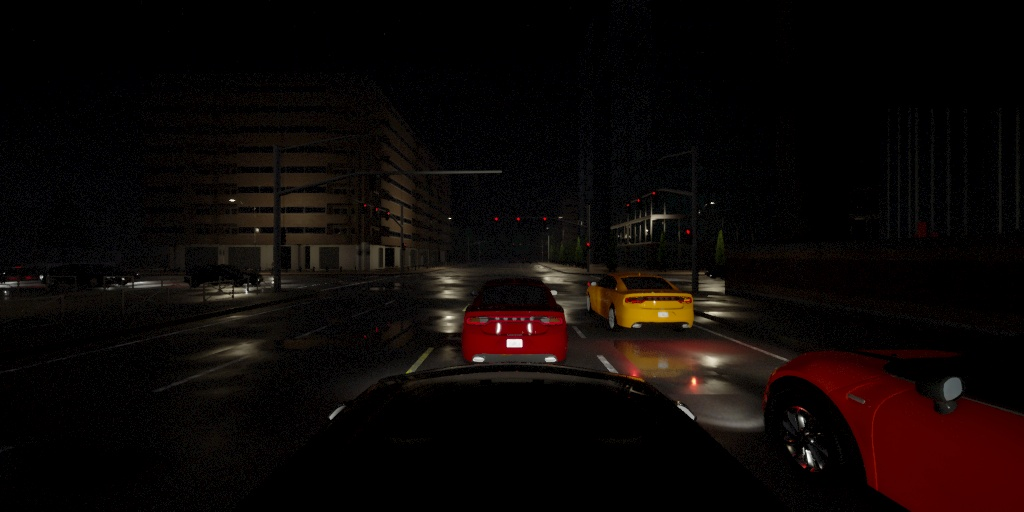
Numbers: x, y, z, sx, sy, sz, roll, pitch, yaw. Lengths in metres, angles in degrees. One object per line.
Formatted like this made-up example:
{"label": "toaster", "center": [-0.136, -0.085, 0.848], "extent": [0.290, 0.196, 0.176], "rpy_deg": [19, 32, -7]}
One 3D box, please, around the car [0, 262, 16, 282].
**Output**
{"label": "car", "center": [-42.245, 1.331, 27.780], "extent": [4.674, 1.442, 1.812], "rpy_deg": [0, 0, 0]}

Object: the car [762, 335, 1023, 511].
{"label": "car", "center": [3.600, 1.102, 1.772], "extent": [2.097, 1.767, 4.553], "rpy_deg": [0, 0, 0]}

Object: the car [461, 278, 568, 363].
{"label": "car", "center": [0.060, 1.228, 8.144], "extent": [1.882, 1.535, 5.008], "rpy_deg": [0, 0, 0]}

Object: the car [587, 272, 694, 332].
{"label": "car", "center": [3.579, 1.228, 10.918], "extent": [1.882, 1.535, 5.008], "rpy_deg": [0, 0, 0]}

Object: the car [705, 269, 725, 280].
{"label": "car", "center": [19.527, 1.406, 31.220], "extent": [4.718, 1.301, 1.895], "rpy_deg": [0, 0, 0]}

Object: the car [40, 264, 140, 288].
{"label": "car", "center": [-28.665, 1.310, 24.210], "extent": [4.892, 1.490, 1.837], "rpy_deg": [0, 0, 0]}

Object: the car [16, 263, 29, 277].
{"label": "car", "center": [-50.342, 1.297, 34.947], "extent": [4.902, 1.511, 2.128], "rpy_deg": [0, 0, 1]}

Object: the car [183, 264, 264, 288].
{"label": "car", "center": [-19.425, 1.331, 24.192], "extent": [4.674, 1.442, 1.812], "rpy_deg": [0, 0, 0]}

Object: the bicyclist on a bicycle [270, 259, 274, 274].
{"label": "bicyclist on a bicycle", "center": [-25.531, 1.106, 38.680], "extent": [0.582, 1.620, 1.656], "rpy_deg": [0, 0, 0]}
